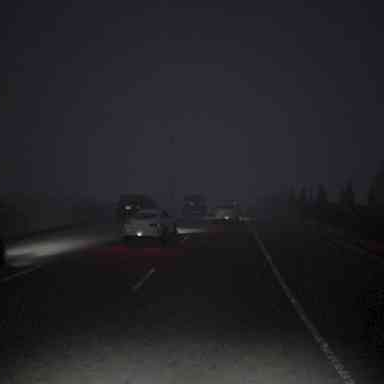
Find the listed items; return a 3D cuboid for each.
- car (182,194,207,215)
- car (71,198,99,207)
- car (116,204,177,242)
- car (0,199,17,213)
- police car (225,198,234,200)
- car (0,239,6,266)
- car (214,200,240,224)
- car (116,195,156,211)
[{"bbox_3d":[0.310,1.256,34.787,2.150,2.045,5.566,0,0,7],"label":"car"},{"bbox_3d":[-13.132,1.523,41.005,2.128,1.511,4.902,0,0,7],"label":"car"},{"bbox_3d":[-1.937,1.535,16.274,1.812,1.442,4.674,0,0,7],"label":"car"},{"bbox_3d":[-12.416,1.327,18.684,2.097,1.767,4.553,0,0,7],"label":"car"},{"bbox_3d":[4.798,1.562,42.610,2.038,1.542,4.974,0,0,7],"label":"police car"},{"bbox_3d":[-6.376,1.477,7.619,2.128,1.511,4.902,0,0,5],"label":"car"},{"bbox_3d":[2.668,1.559,25.242,1.812,1.442,4.674,0,0,7],"label":"car"},{"bbox_3d":[-4.245,1.232,26.391,2.150,2.045,5.566,0,0,7],"label":"car"}]
